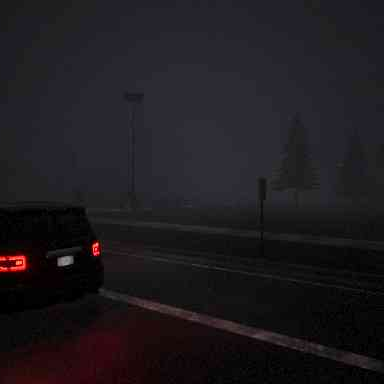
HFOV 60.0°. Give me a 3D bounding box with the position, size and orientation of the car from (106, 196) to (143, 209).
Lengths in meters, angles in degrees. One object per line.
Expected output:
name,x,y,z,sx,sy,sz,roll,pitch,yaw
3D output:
car,-8.685,1.504,44.885,1.837,1.490,4.892,0,0,35

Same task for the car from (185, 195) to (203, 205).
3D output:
car,0.098,1.353,57.447,2.097,1.767,4.553,0,0,35

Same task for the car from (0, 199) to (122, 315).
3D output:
car,-4.269,1.221,6.995,5.566,2.045,2.150,0,0,35

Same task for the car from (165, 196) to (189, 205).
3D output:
car,-2.600,1.526,59.688,1.812,1.442,4.674,0,0,35

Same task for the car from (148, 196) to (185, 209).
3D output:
car,-3.717,1.547,45.888,2.033,1.411,5.357,0,0,35

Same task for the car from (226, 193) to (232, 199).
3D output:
car,8.845,0.970,69.834,2.097,1.767,4.553,0,0,35

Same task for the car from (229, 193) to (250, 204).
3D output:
car,9.747,1.506,65.071,1.837,1.490,4.892,0,0,35

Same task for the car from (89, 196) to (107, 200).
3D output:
car,-12.953,1.352,44.882,2.097,1.767,4.553,0,0,35
